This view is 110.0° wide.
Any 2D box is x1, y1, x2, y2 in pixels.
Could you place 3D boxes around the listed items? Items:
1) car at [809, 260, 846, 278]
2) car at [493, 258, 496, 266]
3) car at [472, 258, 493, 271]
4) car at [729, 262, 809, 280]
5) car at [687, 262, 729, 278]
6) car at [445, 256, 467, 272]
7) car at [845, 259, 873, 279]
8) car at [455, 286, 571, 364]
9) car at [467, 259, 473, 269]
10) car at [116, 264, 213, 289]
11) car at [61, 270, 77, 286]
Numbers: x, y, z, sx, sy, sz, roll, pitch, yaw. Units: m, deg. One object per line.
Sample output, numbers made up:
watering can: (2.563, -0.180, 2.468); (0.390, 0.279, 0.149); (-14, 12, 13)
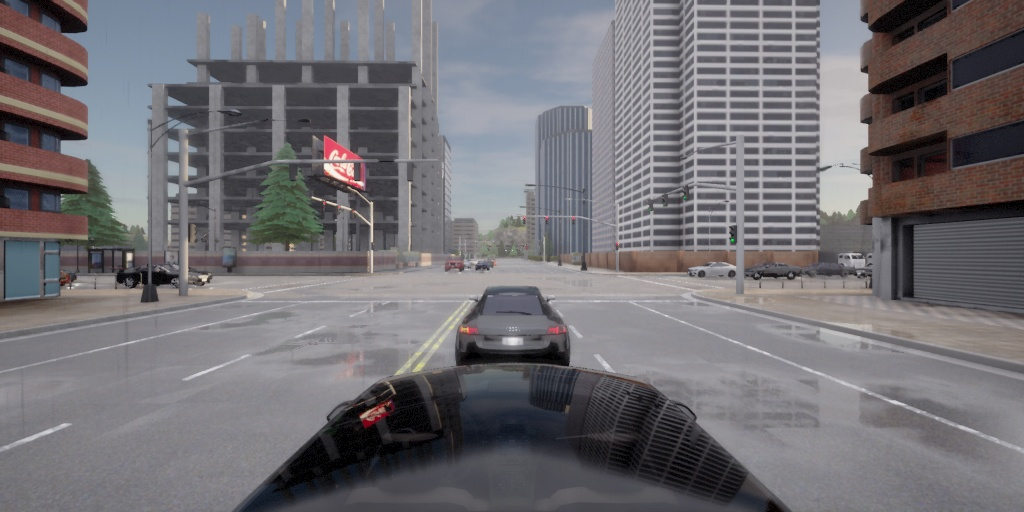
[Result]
car: (29.665, 1.312, 34.226); (5.357, 1.411, 2.033); (0, 0, -1)
car: (-4.133, 1.341, 59.972); (1.994, 1.385, 4.181); (0, 0, 0)
car: (-4.057, 1.374, 50.048); (1.895, 1.301, 4.718); (0, 0, -1)
car: (21.848, 1.255, 30.616); (4.902, 1.511, 2.128); (0, 0, -1)
car: (19.083, 1.291, 34.056); (4.674, 1.442, 1.812); (0, 0, -1)
car: (-7.567, 0.994, 47.597); (2.150, 2.045, 5.566); (0, 0, -4)
car: (32.222, 1.255, 30.756); (4.902, 1.511, 2.128); (0, 0, -1)
car: (0.010, 1.317, 7.666); (1.994, 1.385, 4.181); (0, 0, 0)
car: (-7.616, 1.303, 57.274); (1.812, 1.442, 4.674); (0, 0, 0)
car: (-22.012, 1.252, 22.758); (4.902, 1.511, 2.128); (0, 0, -1)
car: (-31.117, 1.113, 22.626); (4.553, 1.767, 2.097); (0, 0, -1)
